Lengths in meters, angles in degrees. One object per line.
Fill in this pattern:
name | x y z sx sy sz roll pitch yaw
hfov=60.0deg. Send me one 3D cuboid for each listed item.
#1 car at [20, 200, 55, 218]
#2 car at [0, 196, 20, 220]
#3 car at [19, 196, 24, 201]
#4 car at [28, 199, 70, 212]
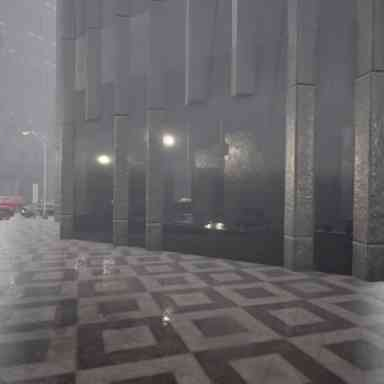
car | -13.810 1.742 31.283 1.947 1.339 4.313 1 0 35
car | -17.076 1.463 26.681 2.192 1.841 5.009 1 0 35
car | -20.750 1.353 36.227 2.192 1.841 5.009 1 0 35
car | -17.484 1.633 40.827 1.947 1.339 4.313 1 0 35
